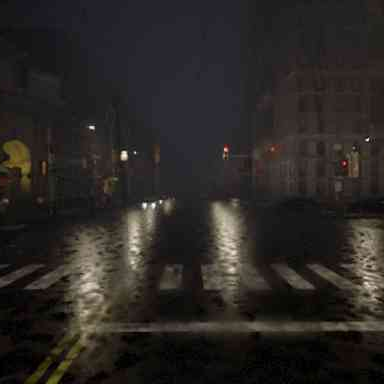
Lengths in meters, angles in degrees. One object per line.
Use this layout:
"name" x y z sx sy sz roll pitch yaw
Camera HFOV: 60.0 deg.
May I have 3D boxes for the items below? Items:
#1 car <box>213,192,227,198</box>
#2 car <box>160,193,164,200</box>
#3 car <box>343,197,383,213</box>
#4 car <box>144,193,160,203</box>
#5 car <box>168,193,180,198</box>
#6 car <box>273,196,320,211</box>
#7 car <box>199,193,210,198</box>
"car" 7.038 0.854 86.357 1.837 1.490 4.892 0 0 25
"car" -6.993 0.997 70.536 2.128 1.511 4.902 0 0 0
"car" 16.925 1.269 31.568 4.892 1.490 1.837 0 0 -1
"car" -7.056 1.173 57.086 1.895 1.301 4.718 0 0 0
"car" -4.585 0.887 85.302 2.128 1.511 4.902 0 0 16
"car" 11.386 1.234 36.367 4.892 1.490 1.837 1 2 18
"car" 3.253 0.878 86.419 1.812 1.442 4.674 0 0 22
